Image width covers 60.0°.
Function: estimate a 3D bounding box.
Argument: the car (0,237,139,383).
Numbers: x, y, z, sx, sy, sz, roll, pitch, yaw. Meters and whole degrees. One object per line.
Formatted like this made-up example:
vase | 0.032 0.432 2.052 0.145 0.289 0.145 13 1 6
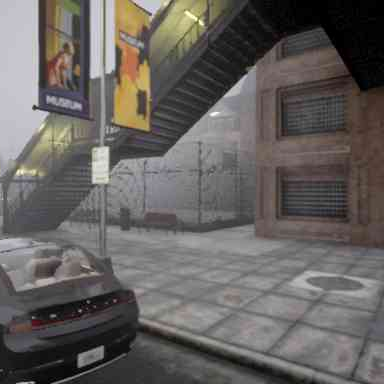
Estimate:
car | -2.783 1.461 5.216 4.892 1.521 2.231 0 0 45
